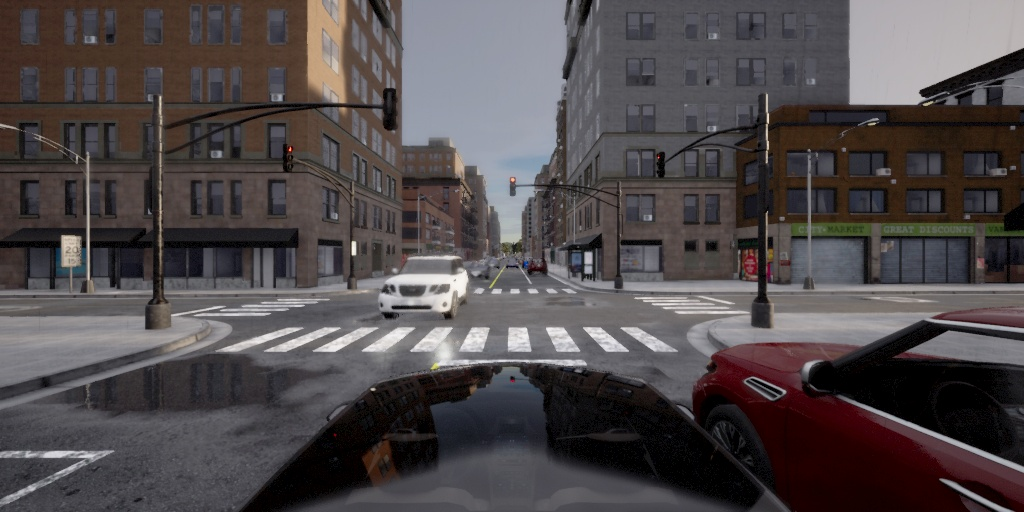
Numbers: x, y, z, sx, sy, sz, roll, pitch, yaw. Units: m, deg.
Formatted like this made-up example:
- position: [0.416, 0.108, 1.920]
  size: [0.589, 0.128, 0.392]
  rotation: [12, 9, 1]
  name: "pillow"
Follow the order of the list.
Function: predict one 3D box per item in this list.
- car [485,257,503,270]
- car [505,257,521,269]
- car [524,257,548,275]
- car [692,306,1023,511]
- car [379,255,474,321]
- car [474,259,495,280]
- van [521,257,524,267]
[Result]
- position: [-2.808, 1.235, 53.393]
  size: [2.128, 1.511, 4.902]
  rotation: [0, 0, 0]
  name: "car"
- position: [0.068, 1.306, 57.962]
  size: [1.994, 1.385, 4.181]
  rotation: [0, 0, 0]
  name: "car"
- position: [2.715, 1.060, 38.538]
  size: [2.192, 1.841, 5.009]
  rotation: [0, 0, 0]
  name: "car"
- position: [2.638, 1.065, 1.167]
  size: [2.192, 1.841, 5.009]
  rotation: [0, 0, 0]
  name: "car"
- position: [-2.852, 0.978, 12.911]
  size: [2.150, 2.045, 5.566]
  rotation: [0, 0, 0]
  name: "car"
- position: [-2.842, 1.238, 30.894]
  size: [2.128, 1.511, 4.902]
  rotation: [0, 0, 0]
  name: "car"
- position: [2.704, 1.084, 54.756]
  size: [1.690, 1.789, 3.998]
  rotation: [0, 0, 0]
  name: "van"
